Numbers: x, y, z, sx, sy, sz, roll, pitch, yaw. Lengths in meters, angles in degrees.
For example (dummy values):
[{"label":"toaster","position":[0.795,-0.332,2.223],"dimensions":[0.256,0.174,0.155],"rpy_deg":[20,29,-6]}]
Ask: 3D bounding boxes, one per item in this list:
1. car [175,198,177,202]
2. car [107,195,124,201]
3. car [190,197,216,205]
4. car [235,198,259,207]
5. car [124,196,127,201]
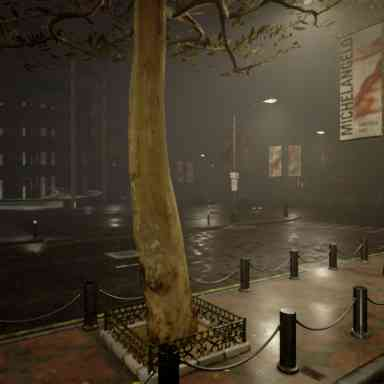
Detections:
[{"label":"car","position":[-5.086,1.478,65.904],"dimensions":[5.008,1.535,1.882],"rpy_deg":[0,0,41]},{"label":"car","position":[-19.016,1.474,77.398],"dimensions":[4.674,1.442,1.812],"rpy_deg":[0,0,12]},{"label":"car","position":[1.868,1.547,58.035],"dimensions":[2.033,1.411,5.357],"rpy_deg":[0,0,-38]},{"label":"car","position":[8.018,1.564,49.571],"dimensions":[1.994,1.385,4.181],"rpy_deg":[0,0,-35]},{"label":"car","position":[-18.057,1.464,80.764],"dimensions":[4.674,1.442,1.812],"rpy_deg":[0,0,12]}]
